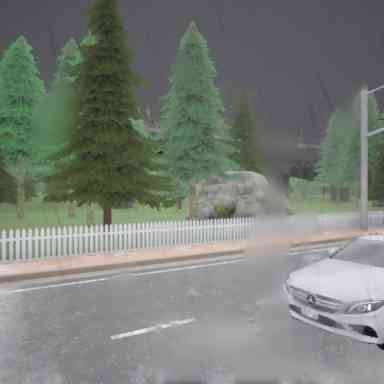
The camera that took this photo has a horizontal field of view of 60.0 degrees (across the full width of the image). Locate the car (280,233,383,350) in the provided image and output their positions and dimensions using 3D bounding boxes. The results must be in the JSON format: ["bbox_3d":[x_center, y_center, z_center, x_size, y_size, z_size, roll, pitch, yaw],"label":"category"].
[{"bbox_3d":[3.739,1.525,6.147,4.674,1.442,1.812,0,0,-31],"label":"car"}]
